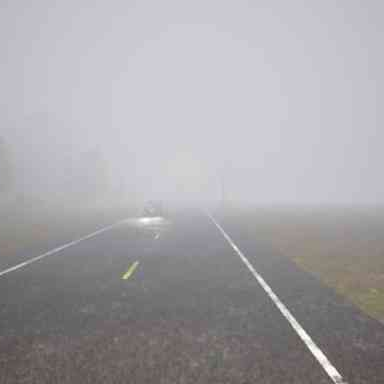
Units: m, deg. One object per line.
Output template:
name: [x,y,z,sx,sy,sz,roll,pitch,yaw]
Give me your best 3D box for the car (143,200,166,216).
car: [-3.592,1.495,32.271,2.128,1.511,4.902,0,0,0]
